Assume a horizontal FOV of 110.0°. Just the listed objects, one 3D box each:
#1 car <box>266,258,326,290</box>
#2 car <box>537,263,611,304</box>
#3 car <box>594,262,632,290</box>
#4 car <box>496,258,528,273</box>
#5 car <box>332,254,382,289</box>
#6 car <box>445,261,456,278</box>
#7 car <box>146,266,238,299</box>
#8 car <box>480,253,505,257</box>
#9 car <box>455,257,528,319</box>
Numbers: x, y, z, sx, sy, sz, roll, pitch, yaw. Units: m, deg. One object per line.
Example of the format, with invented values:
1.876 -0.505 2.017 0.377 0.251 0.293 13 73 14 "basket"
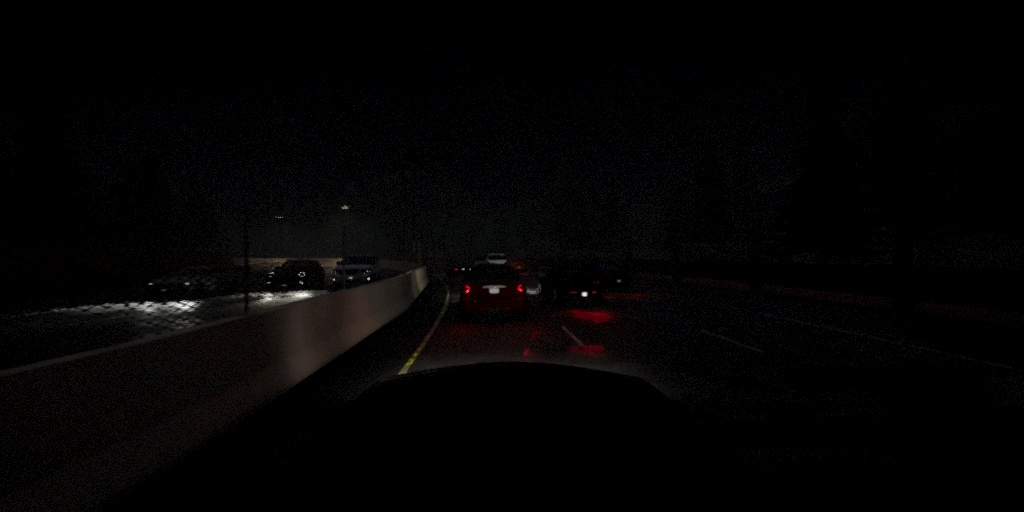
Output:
-13.061 1.018 21.948 2.097 1.767 4.553 0 0 -13 "car"
2.398 1.159 15.746 1.837 1.490 4.892 0 0 -7 "car"
5.075 1.091 20.757 1.882 1.535 5.008 0 1 -9 "car"
-0.126 0.991 39.489 1.882 1.535 5.008 0 0 -20 "car"
-9.663 0.873 22.839 2.150 2.045 5.566 0 0 -13 "car"
-4.755 1.125 31.770 2.033 1.411 5.357 0 0 -18 "car"
-15.875 1.225 18.172 1.812 1.442 4.674 0 0 -11 "car"
-2.098 0.771 34.754 2.150 2.045 5.566 0 0 -19 "car"
-0.754 1.036 12.692 2.097 1.767 4.553 0 0 -6 "car"
